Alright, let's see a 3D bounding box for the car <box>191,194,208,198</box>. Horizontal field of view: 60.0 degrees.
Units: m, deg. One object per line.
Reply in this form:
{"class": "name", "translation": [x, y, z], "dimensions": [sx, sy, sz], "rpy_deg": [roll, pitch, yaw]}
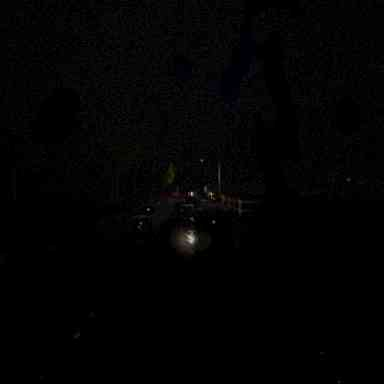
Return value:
{"class": "car", "translation": [1.067, 1.193, 28.686], "dimensions": [1.812, 1.442, 4.674], "rpy_deg": [0, 1, 0]}

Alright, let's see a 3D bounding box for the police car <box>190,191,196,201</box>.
{"class": "police car", "translation": [1.070, 1.019, 34.799], "dimensions": [1.930, 1.638, 5.238], "rpy_deg": [0, 1, 0]}

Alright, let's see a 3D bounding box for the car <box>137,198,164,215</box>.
{"class": "car", "translation": [-3.570, 1.227, 29.038], "dimensions": [1.994, 1.385, 4.181], "rpy_deg": [0, 1, 0]}

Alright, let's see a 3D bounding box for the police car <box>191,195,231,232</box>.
{"class": "police car", "translation": [1.061, 1.209, 18.788], "dimensions": [1.930, 1.638, 5.238], "rpy_deg": [0, 1, 0]}

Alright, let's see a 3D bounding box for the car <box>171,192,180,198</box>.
{"class": "car", "translation": [-3.458, 0.569, 70.103], "dimensions": [1.895, 1.301, 4.718], "rpy_deg": [0, 1, 0]}

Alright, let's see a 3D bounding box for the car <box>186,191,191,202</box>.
{"class": "car", "translation": [0.035, 0.853, 54.057], "dimensions": [2.128, 1.511, 4.902], "rpy_deg": [0, 1, 0]}

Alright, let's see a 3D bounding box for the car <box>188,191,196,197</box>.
{"class": "car", "translation": [0.048, 0.447, 79.186], "dimensions": [1.895, 1.301, 4.718], "rpy_deg": [0, 1, 0]}
